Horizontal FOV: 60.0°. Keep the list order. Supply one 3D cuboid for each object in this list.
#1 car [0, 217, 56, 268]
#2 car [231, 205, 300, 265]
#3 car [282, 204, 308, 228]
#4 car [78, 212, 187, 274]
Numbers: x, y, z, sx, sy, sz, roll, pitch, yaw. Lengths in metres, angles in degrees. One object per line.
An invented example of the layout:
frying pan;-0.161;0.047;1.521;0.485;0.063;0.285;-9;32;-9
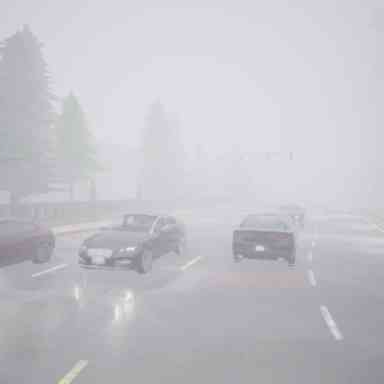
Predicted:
car;-5.637;1.451;8.996;1.812;1.442;4.674;0;0;14
car;2.703;1.442;11.757;1.882;1.535;5.008;0;0;18
car;6.506;1.491;21.909;2.033;1.411;5.357;0;0;22
car;-1.614;1.435;10.621;2.128;1.511;4.902;0;0;17
